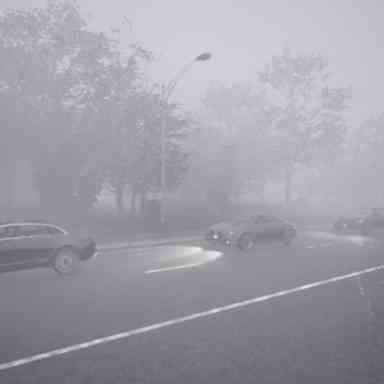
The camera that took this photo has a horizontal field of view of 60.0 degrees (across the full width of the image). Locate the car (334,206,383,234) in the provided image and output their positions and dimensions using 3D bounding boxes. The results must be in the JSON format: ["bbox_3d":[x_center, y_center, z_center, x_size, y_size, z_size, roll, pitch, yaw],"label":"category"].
[{"bbox_3d":[10.433,1.600,19.912,4.674,1.442,1.812,0,0,-36],"label":"car"}]

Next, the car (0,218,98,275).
[{"bbox_3d":[-5.055,1.495,8.967,4.902,1.511,2.128,0,0,-35],"label":"car"}]

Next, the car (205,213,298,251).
[{"bbox_3d":[2.600,1.603,14.355,4.181,1.385,1.994,0,0,-34],"label":"car"}]
